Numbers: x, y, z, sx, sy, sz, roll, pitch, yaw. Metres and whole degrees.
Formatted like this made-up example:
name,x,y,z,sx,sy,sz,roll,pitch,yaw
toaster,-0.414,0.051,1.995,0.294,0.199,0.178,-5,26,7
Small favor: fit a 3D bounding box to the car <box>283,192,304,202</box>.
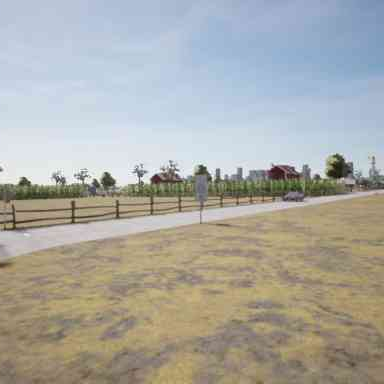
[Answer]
name,x,y,z,sx,sy,sz,roll,pitch,yaw
car,15.044,0.705,49.156,1.994,1.385,4.181,0,1,36
